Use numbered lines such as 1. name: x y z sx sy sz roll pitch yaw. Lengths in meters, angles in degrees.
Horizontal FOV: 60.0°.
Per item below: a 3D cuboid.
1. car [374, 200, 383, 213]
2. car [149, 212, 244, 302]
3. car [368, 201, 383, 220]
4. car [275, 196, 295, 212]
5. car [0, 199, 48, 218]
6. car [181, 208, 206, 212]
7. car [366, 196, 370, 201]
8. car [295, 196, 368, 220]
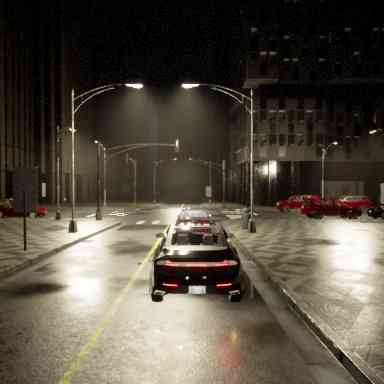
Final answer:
1. car: 23.334 1.634 37.720 4.313 1.339 1.947 0 1 0
2. car: 0.087 1.490 8.223 2.128 1.511 4.902 0 0 0
3. car: 17.721 1.742 29.171 4.313 1.339 1.947 0 1 0
4. car: 12.050 1.325 37.666 5.009 1.841 2.192 0 1 0
5. car: -14.963 1.567 29.021 4.507 1.381 1.887 0 1 0
6. car: 0.074 1.550 17.932 2.033 1.411 5.357 0 0 0
7. car: 17.693 1.354 37.692 5.009 1.841 2.192 0 1 0
8. car: 12.078 1.463 29.142 5.009 1.841 2.192 0 1 0
